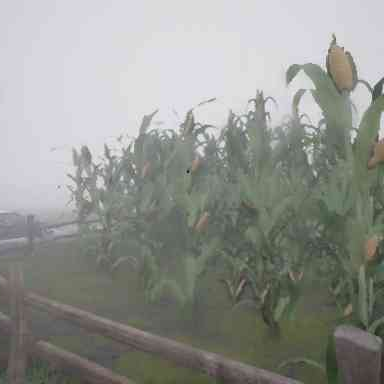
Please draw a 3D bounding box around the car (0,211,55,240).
[{"bbox_3d":[-8.624,1.580,15.307,1.812,1.442,4.674,1,0,28],"label":"car"}]
